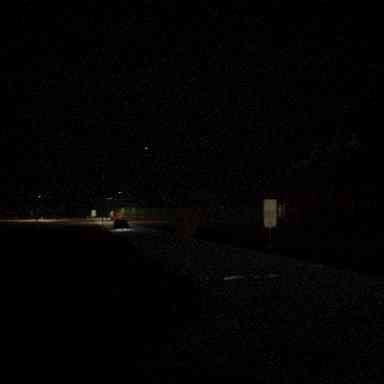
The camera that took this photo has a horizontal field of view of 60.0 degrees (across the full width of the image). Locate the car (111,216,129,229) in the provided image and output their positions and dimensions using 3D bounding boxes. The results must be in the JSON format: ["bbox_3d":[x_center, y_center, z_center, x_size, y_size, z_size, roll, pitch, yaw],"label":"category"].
[{"bbox_3d":[-10.592,4.750,49.588,2.033,1.411,5.357,1,-4,-18],"label":"car"}]

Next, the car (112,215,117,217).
[{"bbox_3d":[-21.105,7.138,91.054,1.882,1.535,5.008,1,-4,-18],"label":"car"}]
